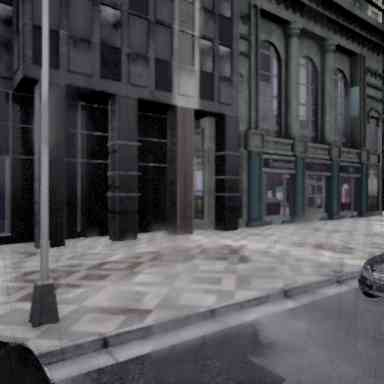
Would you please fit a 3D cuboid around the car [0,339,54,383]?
[{"bbox_3d":[-2.746,1.564,1.417,4.181,1.385,1.994,0,0,-36],"label":"car"}]

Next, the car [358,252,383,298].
[{"bbox_3d":[5.606,1.537,7.372,4.674,1.442,1.812,0,0,-35],"label":"car"}]
